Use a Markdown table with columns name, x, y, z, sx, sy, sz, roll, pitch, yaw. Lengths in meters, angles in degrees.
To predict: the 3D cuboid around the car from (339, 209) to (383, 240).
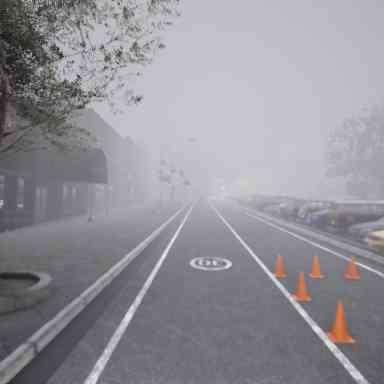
| name | x | y | z | sx | sy | sz | roll | pitch | yaw |
| --- | --- | --- | --- | --- | --- | --- | --- | --- | --- |
| car | 9.710 | 1.724 | 15.391 | 4.674 | 1.452 | 2.002 | 1 | 0 | 1 |

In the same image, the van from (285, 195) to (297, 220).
| name | x | y | z | sx | sy | sz | roll | pitch | yaw |
| --- | --- | --- | --- | --- | --- | --- | --- | --- | --- |
| van | 10.095 | 1.494 | 26.601 | 4.442 | 1.987 | 1.878 | 1 | 0 | 1 |

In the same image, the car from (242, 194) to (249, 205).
| name | x | y | z | sx | sy | sz | roll | pitch | yaw |
| --- | --- | --- | --- | --- | --- | --- | --- | --- | --- |
| car | 10.612 | 1.525 | 51.831 | 4.553 | 1.767 | 2.185 | 1 | 0 | 1 |

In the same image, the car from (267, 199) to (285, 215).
| name | x | y | z | sx | sy | sz | roll | pitch | yaw |
| --- | --- | --- | --- | --- | --- | --- | --- | --- | --- |
| car | 10.106 | 1.761 | 32.213 | 4.674 | 1.452 | 2.002 | 1 | 0 | 1 |

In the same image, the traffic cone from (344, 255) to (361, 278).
| name | x | y | z | sx | sy | sz | roll | pitch | yaw |
| --- | --- | --- | --- | --- | --- | --- | --- | --- | --- |
| traffic cone | 4.433 | 2.052 | 9.202 | 0.340 | 0.580 | 0.340 | 1 | 0 | 2 |

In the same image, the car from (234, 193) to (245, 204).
| name | x | y | z | sx | sy | sz | roll | pitch | yaw |
| --- | --- | --- | --- | --- | --- | --- | --- | --- | --- |
| car | 10.688 | 1.375 | 57.437 | 5.566 | 2.045 | 2.435 | 1 | 0 | 1 |

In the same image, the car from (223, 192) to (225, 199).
| name | x | y | z | sx | sy | sz | roll | pitch | yaw |
| --- | --- | --- | --- | --- | --- | --- | --- | --- | --- |
| car | 11.637 | 1.494 | 88.260 | 5.366 | 1.575 | 1.946 | 1 | 0 | 1 |

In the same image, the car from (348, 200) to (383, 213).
| name | x | y | z | sx | sy | sz | roll | pitch | yaw |
| --- | --- | --- | --- | --- | --- | --- | --- | --- | --- |
| car | 23.651 | 1.886 | 43.644 | 5.366 | 1.575 | 1.946 | 1 | 0 | 1 |

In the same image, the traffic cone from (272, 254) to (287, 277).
| name | x | y | z | sx | sy | sz | roll | pitch | yaw |
| --- | --- | --- | --- | --- | --- | --- | --- | --- | --- |
| traffic cone | 2.437 | 2.021 | 9.252 | 0.340 | 0.580 | 0.340 | 1 | 0 | 1 |

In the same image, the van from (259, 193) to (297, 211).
| name | x | y | z | sx | sy | sz | roll | pitch | yaw |
| --- | --- | --- | --- | --- | --- | --- | --- | --- | --- |
| van | 10.363 | 1.486 | 37.818 | 4.442 | 1.987 | 1.878 | 1 | 0 | 1 |

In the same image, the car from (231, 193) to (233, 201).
| name | x | y | z | sx | sy | sz | roll | pitch | yaw |
| --- | --- | --- | --- | --- | --- | --- | --- | --- | --- |
| car | 11.015 | 1.453 | 68.646 | 4.553 | 1.767 | 2.185 | 1 | 0 | 1 |

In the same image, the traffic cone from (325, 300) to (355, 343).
| name | x | y | z | sx | sy | sz | roll | pitch | yaw |
| --- | --- | --- | --- | --- | --- | --- | --- | --- | --- |
| traffic cone | 2.336 | 2.008 | 5.253 | 0.340 | 0.580 | 0.340 | 1 | 0 | 1 |

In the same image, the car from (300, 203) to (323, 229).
| name | x | y | z | sx | sy | sz | roll | pitch | yaw |
| --- | --- | --- | --- | --- | --- | --- | --- | --- | --- |
| car | 9.836 | 1.703 | 20.996 | 5.008 | 1.535 | 2.097 | 1 | 0 | 1 |

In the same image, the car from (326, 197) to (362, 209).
| name | x | y | z | sx | sy | sz | roll | pitch | yaw |
| --- | --- | --- | --- | --- | --- | --- | --- | --- | --- |
| car | 23.697 | 1.725 | 51.973 | 4.553 | 1.767 | 2.185 | 1 | 0 | 1 |

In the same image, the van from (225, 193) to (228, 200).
| name | x | y | z | sx | sy | sz | roll | pitch | yaw |
| --- | --- | --- | --- | --- | --- | --- | --- | --- | --- |
| van | 11.204 | 1.291 | 82.661 | 4.442 | 1.987 | 1.878 | 1 | 0 | 1 |

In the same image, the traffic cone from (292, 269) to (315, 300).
| name | x | y | z | sx | sy | sz | roll | pitch | yaw |
| --- | --- | --- | --- | --- | --- | --- | --- | --- | --- |
| traffic cone | 2.387 | 2.015 | 7.252 | 0.340 | 0.580 | 0.340 | 1 | 0 | 1 |

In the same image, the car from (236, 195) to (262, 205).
| name | x | y | z | sx | sy | sz | roll | pitch | yaw |
| --- | --- | --- | --- | --- | --- | --- | --- | --- | --- |
| car | 10.818 | 1.476 | 63.042 | 4.553 | 1.767 | 2.185 | 1 | 0 | 1 |

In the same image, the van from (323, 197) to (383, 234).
| name | x | y | z | sx | sy | sz | roll | pitch | yaw |
| --- | --- | --- | --- | --- | --- | --- | --- | --- | --- |
| van | 9.895 | 1.470 | 18.191 | 4.442 | 1.987 | 1.878 | 1 | 0 | 1 |

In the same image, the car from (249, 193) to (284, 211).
| name | x | y | z | sx | sy | sz | roll | pitch | yaw |
| --- | --- | --- | --- | --- | --- | --- | --- | --- | --- |
| car | 10.286 | 1.447 | 40.621 | 5.566 | 2.045 | 2.435 | 1 | 0 | 1 |

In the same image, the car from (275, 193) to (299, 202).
| name | x | y | z | sx | sy | sz | roll | pitch | yaw |
| --- | --- | --- | --- | --- | --- | --- | --- | --- | --- |
| car | 24.443 | 1.455 | 85.514 | 5.566 | 2.045 | 2.435 | 1 | 0 | 1 |

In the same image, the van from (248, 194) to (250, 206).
| name | x | y | z | sx | sy | sz | roll | pitch | yaw |
| --- | --- | --- | --- | --- | --- | --- | --- | --- | --- |
| van | 10.565 | 1.450 | 46.224 | 4.442 | 1.987 | 1.878 | 1 | 0 | 1 |

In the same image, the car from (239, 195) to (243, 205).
| name | x | y | z | sx | sy | sz | roll | pitch | yaw |
| --- | --- | --- | --- | --- | --- | --- | --- | --- | --- |
| car | 10.643 | 1.678 | 54.635 | 4.674 | 1.452 | 2.002 | 1 | 0 | 1 |

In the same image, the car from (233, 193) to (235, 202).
| name | x | y | z | sx | sy | sz | roll | pitch | yaw |
| --- | --- | --- | --- | --- | --- | --- | --- | --- | --- |
| car | 10.756 | 1.363 | 60.239 | 5.566 | 2.045 | 2.435 | 1 | 0 | 1 |

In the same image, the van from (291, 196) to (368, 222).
| name | x | y | z | sx | sy | sz | roll | pitch | yaw |
| --- | --- | --- | --- | --- | --- | --- | --- | --- | --- |
| van | 9.795 | 1.485 | 23.806 | 4.442 | 1.987 | 1.878 | 1 | 0 | 1 |

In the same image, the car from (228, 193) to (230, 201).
| name | x | y | z | sx | sy | sz | roll | pitch | yaw |
| --- | --- | --- | --- | --- | --- | --- | --- | --- | --- |
| car | 11.110 | 1.554 | 74.252 | 5.008 | 1.535 | 2.097 | 1 | 0 | 1 |

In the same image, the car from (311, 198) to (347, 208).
| name | x | y | z | sx | sy | sz | roll | pitch | yaw |
| --- | --- | --- | --- | --- | --- | --- | --- | --- | --- |
| car | 23.612 | 1.821 | 57.527 | 5.366 | 1.575 | 1.946 | 1 | 0 | 1 |

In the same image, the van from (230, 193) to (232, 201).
| name | x | y | z | sx | sy | sz | roll | pitch | yaw |
| --- | --- | --- | --- | --- | --- | --- | --- | --- | --- |
| van | 10.936 | 1.339 | 71.451 | 4.442 | 1.987 | 1.878 | 1 | 0 | 1 |

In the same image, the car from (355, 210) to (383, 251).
| name | x | y | z | sx | sy | sz | roll | pitch | yaw |
| --- | --- | --- | --- | --- | --- | --- | --- | --- | --- |
| car | 9.456 | 1.668 | 12.593 | 5.366 | 1.575 | 1.946 | 1 | 0 | 1 |

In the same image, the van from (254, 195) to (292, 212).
| name | x | y | z | sx | sy | sz | roll | pitch | yaw |
| --- | --- | --- | --- | --- | --- | --- | --- | --- | --- |
| van | 10.497 | 1.462 | 43.421 | 4.442 | 1.987 | 1.878 | 1 | 0 | 1 |

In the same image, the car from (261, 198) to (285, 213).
| name | x | y | z | sx | sy | sz | roll | pitch | yaw |
| --- | --- | --- | --- | --- | --- | --- | --- | --- | --- |
| car | 10.182 | 1.717 | 35.015 | 4.892 | 1.521 | 2.231 | 1 | 0 | 1 |

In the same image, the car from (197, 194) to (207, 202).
| name | x | y | z | sx | sy | sz | roll | pitch | yaw |
| --- | --- | --- | --- | --- | --- | --- | --- | --- | --- |
| car | 2.197 | 1.300 | 73.417 | 2.097 | 1.767 | 4.553 | 1 | 0 | 1 |

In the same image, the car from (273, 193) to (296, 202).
| name | x | y | z | sx | sy | sz | roll | pitch | yaw |
| --- | --- | --- | --- | --- | --- | --- | --- | --- | --- |
| car | 24.506 | 1.443 | 88.175 | 5.566 | 2.045 | 2.435 | 1 | 0 | 1 |

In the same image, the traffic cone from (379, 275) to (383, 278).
| name | x | y | z | sx | sy | sz | roll | pitch | yaw |
| --- | --- | --- | --- | --- | --- | --- | --- | --- | --- |
| traffic cone | 5.431 | 2.067 | 9.177 | 0.340 | 0.580 | 0.340 | 1 | 0 | 2 |

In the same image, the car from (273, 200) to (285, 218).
| name | x | y | z | sx | sy | sz | roll | pitch | yaw |
| --- | --- | --- | --- | --- | --- | --- | --- | --- | --- |
| car | 10.071 | 1.753 | 29.405 | 4.792 | 1.488 | 2.163 | 1 | 0 | 1 |

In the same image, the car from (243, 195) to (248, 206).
| name | x | y | z | sx | sy | sz | roll | pitch | yaw |
| --- | --- | --- | --- | --- | --- | --- | --- | --- | --- |
| car | 10.505 | 1.663 | 49.030 | 4.892 | 1.521 | 2.231 | 1 | 0 | 1 |

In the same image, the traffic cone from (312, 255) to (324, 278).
| name | x | y | z | sx | sy | sz | roll | pitch | yaw |
| --- | --- | --- | --- | --- | --- | --- | --- | --- | --- |
| traffic cone | 3.435 | 2.036 | 9.227 | 0.340 | 0.580 | 0.340 | 1 | 0 | 1 |
